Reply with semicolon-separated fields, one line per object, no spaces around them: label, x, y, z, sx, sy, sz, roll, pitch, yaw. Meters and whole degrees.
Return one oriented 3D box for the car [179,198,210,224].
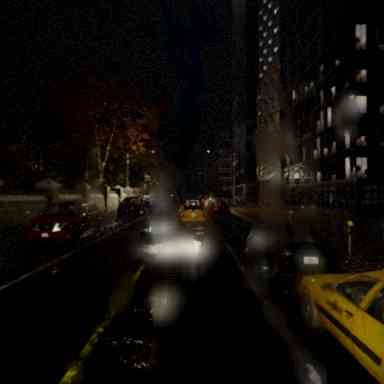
car;0.106;1.512;24.850;1.801;1.575;5.366;0;0;0

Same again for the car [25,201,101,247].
car;-5.677;1.350;15.352;2.192;1.841;5.009;1;0;0

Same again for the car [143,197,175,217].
car;-3.089;1.556;32.009;2.128;1.511;4.902;0;0;0

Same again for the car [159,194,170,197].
car;-5.664;1.409;59.740;2.192;1.841;5.009;1;0;0

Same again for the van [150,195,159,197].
van;-5.669;1.418;42.898;1.690;1.788;3.998;1;0;0

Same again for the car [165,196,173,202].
car;-5.661;1.625;82.025;1.752;1.417;4.829;1;0;0

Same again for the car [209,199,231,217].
car;2.705;1.644;31.609;1.802;1.307;4.206;1;0;0

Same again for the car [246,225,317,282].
car;2.699;1.589;9.621;1.947;1.339;4.313;1;0;0

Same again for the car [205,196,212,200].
car;2.708;1.510;37.226;1.967;1.590;4.097;1;0;0

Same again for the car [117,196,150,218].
car;-5.672;1.377;31.670;2.192;1.841;5.009;1;0;0

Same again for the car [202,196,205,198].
car;2.710;1.609;48.631;1.752;1.417;4.829;1;0;0

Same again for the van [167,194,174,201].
van;-5.657;1.441;87.809;1.690;1.788;3.998;1;0;0

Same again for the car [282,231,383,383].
car;2.698;1.536;4.111;1.752;1.417;4.829;1;0;0

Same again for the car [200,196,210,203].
car;2.716;1.643;70.932;1.887;1.381;4.507;1;0;0

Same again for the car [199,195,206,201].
car;2.721;1.644;87.784;1.887;1.381;4.507;1;0;0

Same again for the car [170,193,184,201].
car;-2.982;1.289;72.110;2.150;2.045;5.566;0;0;0

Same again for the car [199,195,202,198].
car;2.714;1.534;59.697;1.967;1.590;4.097;1;0;0

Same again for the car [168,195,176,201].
car;-5.656;1.539;93.422;1.967;1.590;4.097;1;0;0

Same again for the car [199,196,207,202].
car;2.720;1.644;82.167;1.887;1.381;4.507;1;0;0
